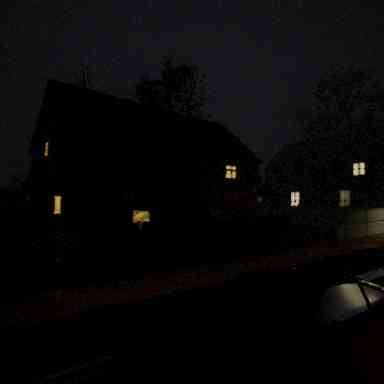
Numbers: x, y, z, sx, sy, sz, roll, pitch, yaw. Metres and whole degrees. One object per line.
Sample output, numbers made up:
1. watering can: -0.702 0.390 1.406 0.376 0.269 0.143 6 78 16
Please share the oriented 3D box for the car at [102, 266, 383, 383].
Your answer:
1. car: 1.121 1.659 3.918 4.181 1.385 1.994 0 -2 -39
